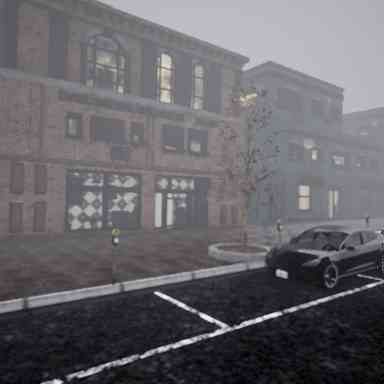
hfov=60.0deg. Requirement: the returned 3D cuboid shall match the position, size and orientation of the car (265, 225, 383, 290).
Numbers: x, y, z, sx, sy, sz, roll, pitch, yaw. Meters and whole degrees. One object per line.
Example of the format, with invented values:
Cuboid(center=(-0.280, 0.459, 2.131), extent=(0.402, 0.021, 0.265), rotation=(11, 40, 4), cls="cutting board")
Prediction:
Cuboid(center=(3.975, 1.646, 9.374), extent=(4.313, 1.339, 1.947), rotation=(1, 1, -35), cls="car")
